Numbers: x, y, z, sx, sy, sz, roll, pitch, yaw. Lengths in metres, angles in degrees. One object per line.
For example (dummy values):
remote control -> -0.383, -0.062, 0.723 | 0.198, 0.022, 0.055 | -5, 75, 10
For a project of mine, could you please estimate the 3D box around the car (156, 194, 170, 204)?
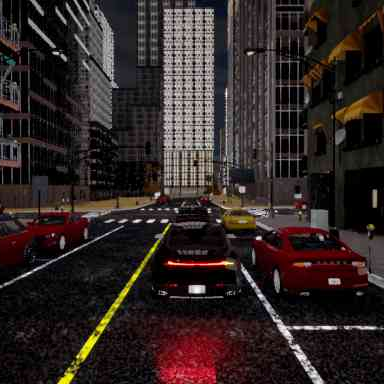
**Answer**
car -> -5.799, 1.540, 63.033 | 1.887, 1.381, 4.507 | -1, 0, 0

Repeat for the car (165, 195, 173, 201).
car -> -5.835, 1.521, 85.101 | 1.752, 1.417, 4.829 | -1, 0, 0

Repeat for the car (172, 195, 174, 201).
car -> -5.819, 1.310, 74.152 | 2.192, 1.841, 5.009 | -1, 0, 0

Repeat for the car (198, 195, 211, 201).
car -> 2.580, 1.435, 63.045 | 1.967, 1.590, 4.097 | -1, 0, 0

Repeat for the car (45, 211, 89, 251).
car -> -5.720, 1.542, 13.996 | 1.887, 1.381, 4.507 | -1, 0, 0

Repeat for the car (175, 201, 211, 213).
car -> 0.067, 1.475, 18.675 | 1.882, 1.535, 5.008 | 0, 0, 0

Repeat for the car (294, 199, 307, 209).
car -> 14.190, 1.254, 38.662 | 4.507, 1.381, 1.887 | -1, 1, -1

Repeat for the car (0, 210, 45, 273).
car -> -5.712, 1.438, 8.472 | 1.967, 1.590, 4.097 | -1, 0, 0

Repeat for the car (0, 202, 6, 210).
car -> -23.908, 1.744, 38.277 | 4.097, 1.590, 1.967 | -1, 1, -1

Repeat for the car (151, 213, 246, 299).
car -> 0.086, 1.503, 8.403 | 1.837, 1.490, 4.892 | 0, 0, 0

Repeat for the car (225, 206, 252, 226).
car -> 2.651, 1.522, 19.689 | 1.752, 1.417, 4.829 | -1, 0, 0

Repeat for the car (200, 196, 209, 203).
car -> 2.572, 1.521, 68.774 | 1.752, 1.417, 4.829 | -1, 0, 0

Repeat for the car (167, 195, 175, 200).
car -> -5.843, 1.541, 90.830 | 1.887, 1.381, 4.507 | -1, 0, 0

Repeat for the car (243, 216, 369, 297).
car -> 2.670, 1.543, 8.472 | 1.887, 1.381, 4.507 | -1, 0, 0

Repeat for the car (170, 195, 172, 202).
car -> -5.810, 1.310, 68.593 | 2.192, 1.841, 5.009 | -1, 0, 0
